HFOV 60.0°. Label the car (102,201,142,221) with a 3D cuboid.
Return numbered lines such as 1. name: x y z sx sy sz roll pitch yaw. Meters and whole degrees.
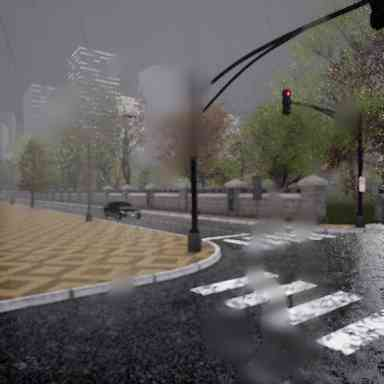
1. car: -5.680 1.448 26.459 1.812 1.442 4.674 -1 0 -34
